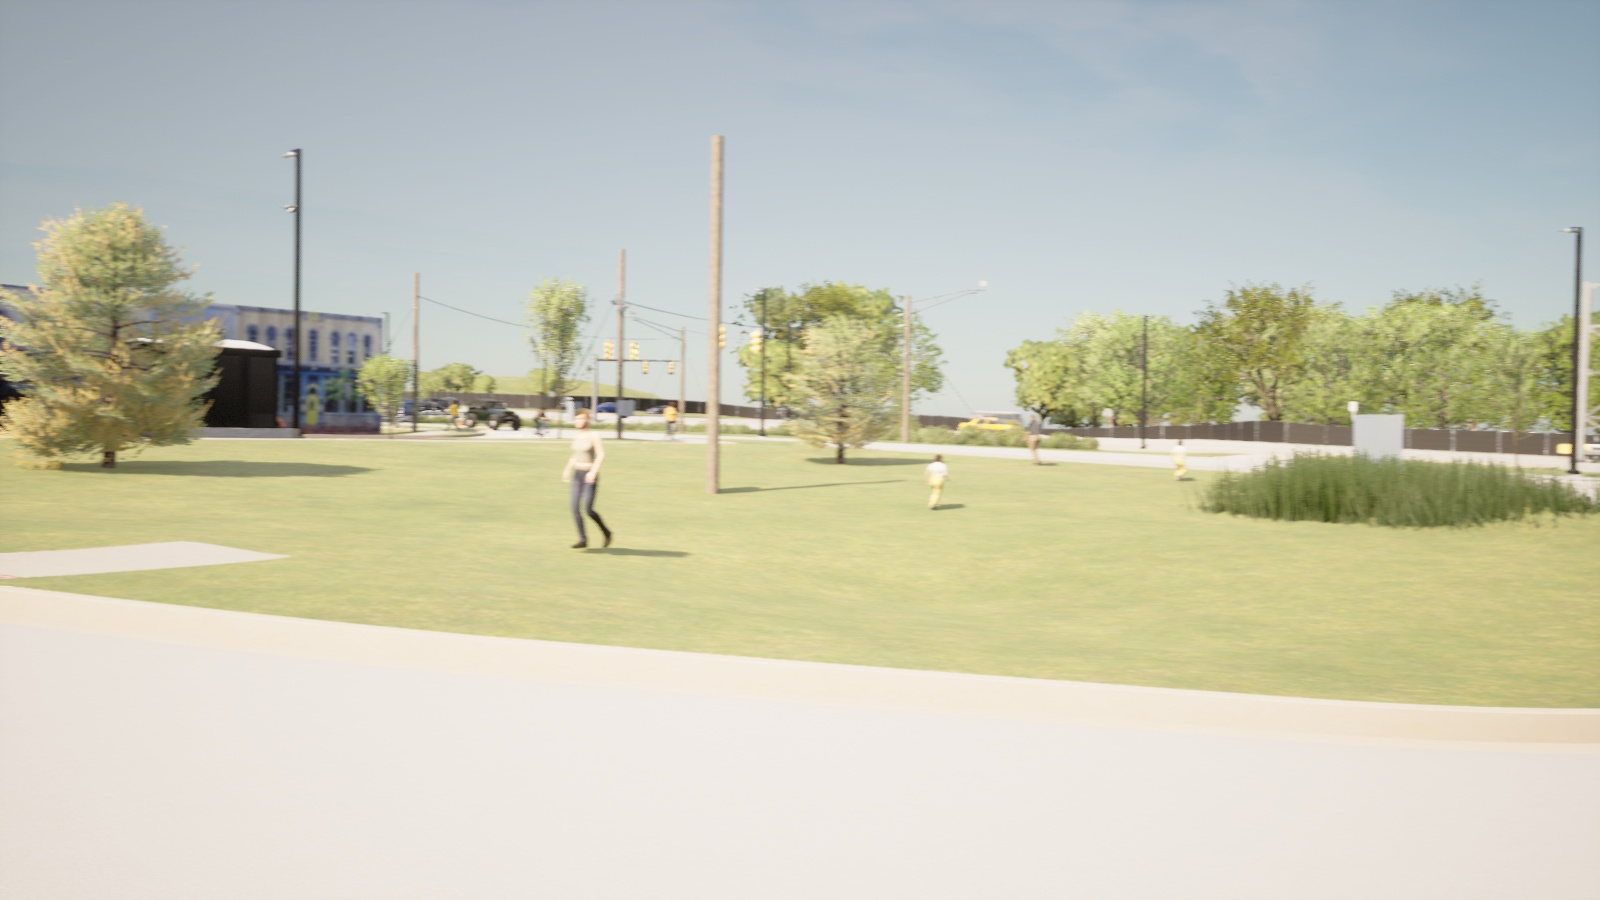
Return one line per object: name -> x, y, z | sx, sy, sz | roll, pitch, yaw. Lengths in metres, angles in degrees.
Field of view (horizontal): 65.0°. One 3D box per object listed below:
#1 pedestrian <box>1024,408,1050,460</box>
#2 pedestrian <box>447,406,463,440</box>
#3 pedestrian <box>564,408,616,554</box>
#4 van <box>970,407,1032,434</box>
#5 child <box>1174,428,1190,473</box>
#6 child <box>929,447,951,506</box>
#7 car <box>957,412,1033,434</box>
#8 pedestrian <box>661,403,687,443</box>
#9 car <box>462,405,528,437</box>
pedestrian -> 8.370, -0.564, 44.331 | 0.540, 1.848, 0.694 | -1, 1, -42
pedestrian -> -18.555, -1.461, 67.525 | 0.709, 1.840, 0.431 | -1, 1, -37
pedestrian -> -2.697, 0.386, 16.153 | 0.345, 1.836, 0.594 | 0, 1, 31
van -> 15.555, -2.322, 97.429 | 4.442, 1.987, 1.775 | 2, 2, 39
child -> 11.000, 0.009, 36.137 | 0.270, 1.263, 0.437 | 1, 1, 43
child -> 3.057, 0.565, 27.379 | 0.270, 1.263, 0.437 | 0, 1, 41
car -> 14.519, -2.035, 93.772 | 5.366, 1.575, 1.801 | 2, 2, 39
pedestrian -> -5.938, -1.269, 59.156 | 0.874, 1.855, 0.900 | -1, 1, -41
car -> -18.410, -1.736, 75.736 | 3.866, 1.878, 1.905 | 1, 2, 39
